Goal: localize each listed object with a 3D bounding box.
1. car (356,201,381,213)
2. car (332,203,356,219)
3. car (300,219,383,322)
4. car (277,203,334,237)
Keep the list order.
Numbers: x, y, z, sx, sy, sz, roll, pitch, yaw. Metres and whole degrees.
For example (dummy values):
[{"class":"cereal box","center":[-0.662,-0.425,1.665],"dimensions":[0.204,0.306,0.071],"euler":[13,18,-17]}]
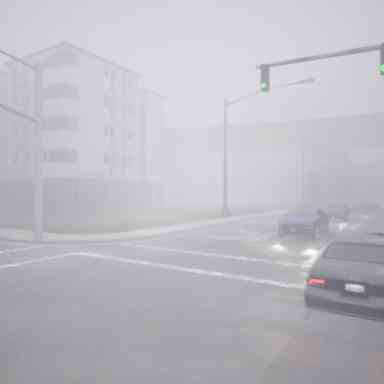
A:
[{"class":"car","center":[20.307,1.759,39.159],"dimensions":[4.718,1.301,1.895],"euler":[0,0,-39]},{"class":"car","center":[12.350,1.664,28.308],"dimensions":[2.033,1.411,5.357],"euler":[0,0,30]},{"class":"car","center":[3.951,1.611,7.549],"dimensions":[2.033,1.411,5.357],"euler":[0,0,31]},{"class":"car","center":[6.120,1.559,18.001],"dimensions":[1.882,1.535,5.008],"euler":[0,0,31]}]
